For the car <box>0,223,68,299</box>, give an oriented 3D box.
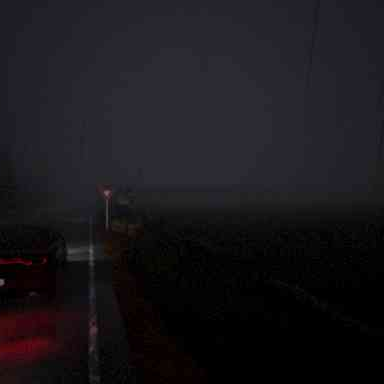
[{"bbox_3d":[-4.344,1.529,8.542,1.882,1.535,5.008,0,0,-17],"label":"car"}]
